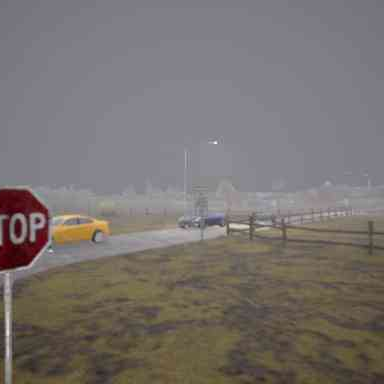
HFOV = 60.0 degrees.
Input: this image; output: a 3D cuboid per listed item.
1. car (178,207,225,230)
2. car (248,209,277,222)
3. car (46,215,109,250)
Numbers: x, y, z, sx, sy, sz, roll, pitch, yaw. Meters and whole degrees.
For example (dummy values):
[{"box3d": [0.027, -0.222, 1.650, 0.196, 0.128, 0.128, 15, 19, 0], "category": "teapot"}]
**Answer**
[{"box3d": [0.864, 2.123, 27.549, 2.097, 1.767, 4.553, -2, -2, 35], "category": "car"}, {"box3d": [7.916, 2.630, 37.414, 1.994, 1.385, 4.181, -2, -2, 37], "category": "car"}, {"box3d": [-6.512, 1.945, 16.962, 1.882, 1.535, 5.008, -2, -2, 32], "category": "car"}]
